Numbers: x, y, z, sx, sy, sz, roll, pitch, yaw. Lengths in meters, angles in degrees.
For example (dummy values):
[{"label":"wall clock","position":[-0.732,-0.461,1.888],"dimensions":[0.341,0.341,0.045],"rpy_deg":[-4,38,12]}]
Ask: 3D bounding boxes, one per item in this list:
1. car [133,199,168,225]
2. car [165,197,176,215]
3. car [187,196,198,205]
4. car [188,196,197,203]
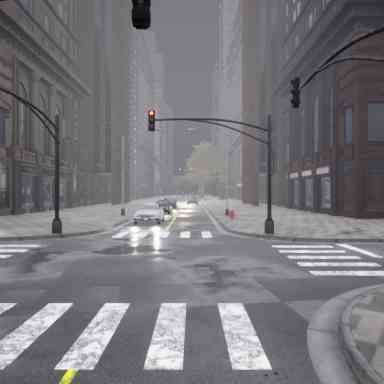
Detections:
[{"label":"car","position":[-3.082,1.526,24.463],"dimensions":[1.812,1.442,4.674],"rpy_deg":[0,0,0]},{"label":"car","position":[-3.075,1.552,34.873],"dimensions":[2.033,1.411,5.357],"rpy_deg":[0,0,0]},{"label":"car","position":[0.133,1.582,59.379],"dimensions":[2.033,1.411,5.357],"rpy_deg":[0,0,0]},{"label":"car","position":[0.152,1.574,69.729],"dimensions":[1.812,1.442,4.674],"rpy_deg":[0,0,0]}]
